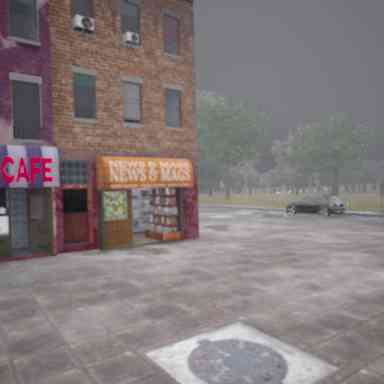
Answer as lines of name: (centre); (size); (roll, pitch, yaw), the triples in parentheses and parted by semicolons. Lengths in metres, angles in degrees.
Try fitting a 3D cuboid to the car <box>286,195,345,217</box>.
car: (10.013, 1.005, 27.315); (2.097, 1.767, 4.553); (-2, 1, -36)
